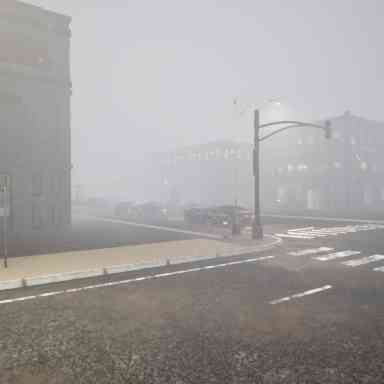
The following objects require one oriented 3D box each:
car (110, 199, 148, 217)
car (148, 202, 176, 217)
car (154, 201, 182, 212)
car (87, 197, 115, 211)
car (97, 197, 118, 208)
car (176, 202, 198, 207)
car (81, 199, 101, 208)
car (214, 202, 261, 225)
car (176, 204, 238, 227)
[{"bbox_3d":[-6.933,1.846,36.214,1.967,1.590,4.097,-1,0,-36],"label":"car"},{"bbox_3d":[-4.256,1.861,36.942,2.128,1.511,4.902,-1,0,-36],"label":"car"},{"bbox_3d":[-3.326,1.966,45.590,1.802,1.307,4.206,-2,0,-36],"label":"car"},{"bbox_3d":[-14.436,1.787,51.314,2.150,2.045,5.566,-1,0,-35],"label":"car"},{"bbox_3d":[-16.198,1.940,63.609,2.192,1.841,5.009,-1,0,-36],"label":"car"},{"bbox_3d":[-0.110,1.904,41.086,1.802,1.307,4.206,-2,0,-36],"label":"car"},{"bbox_3d":[-19.223,2.159,63.414,2.128,1.511,4.902,-1,0,-36],"label":"car"},{"bbox_3d":[3.341,1.745,26.310,1.812,1.442,4.674,-1,0,-35],"label":"car"},{"bbox_3d":[1.035,1.814,24.850,1.947,1.339,4.313,-2,0,-36],"label":"car"}]
